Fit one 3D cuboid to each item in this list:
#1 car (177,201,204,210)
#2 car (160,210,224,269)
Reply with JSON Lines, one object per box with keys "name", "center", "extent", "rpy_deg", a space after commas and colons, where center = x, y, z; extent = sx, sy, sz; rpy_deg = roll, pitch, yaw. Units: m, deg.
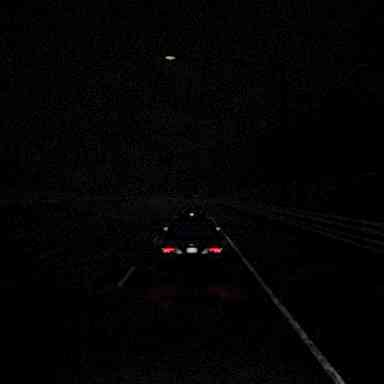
{"name": "car", "center": [-0.006, 1.614, 26.076], "extent": [1.994, 1.385, 4.181], "rpy_deg": [0, 0, 0]}
{"name": "car", "center": [-0.003, 1.562, 11.127], "extent": [2.033, 1.411, 5.357], "rpy_deg": [0, 0, 0]}
